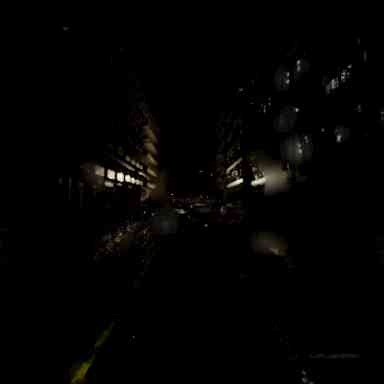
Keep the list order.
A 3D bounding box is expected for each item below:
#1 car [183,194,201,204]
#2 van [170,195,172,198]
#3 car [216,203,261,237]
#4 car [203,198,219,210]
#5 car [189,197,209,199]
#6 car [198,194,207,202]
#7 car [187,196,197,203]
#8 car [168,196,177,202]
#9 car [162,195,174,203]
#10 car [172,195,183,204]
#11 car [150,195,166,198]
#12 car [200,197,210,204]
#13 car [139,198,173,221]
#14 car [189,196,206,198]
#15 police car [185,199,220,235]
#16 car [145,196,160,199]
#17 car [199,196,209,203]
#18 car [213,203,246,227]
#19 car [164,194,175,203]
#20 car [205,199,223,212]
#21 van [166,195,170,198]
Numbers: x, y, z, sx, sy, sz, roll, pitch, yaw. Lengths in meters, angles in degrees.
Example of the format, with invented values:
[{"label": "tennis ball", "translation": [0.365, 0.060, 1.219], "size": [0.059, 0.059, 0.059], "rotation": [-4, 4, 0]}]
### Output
[{"label": "car", "translation": [0.006, 1.340, 54.675], "size": [2.150, 2.045, 5.566], "rotation": [0, 0, 0]}, {"label": "van", "translation": [-5.285, 1.490, 62.564], "size": [1.690, 1.788, 3.998], "rotation": [1, 0, 0]}, {"label": "car", "translation": [2.586, 1.568, 18.255], "size": [1.887, 1.381, 4.507], "rotation": [1, 0, 0]}, {"label": "car", "translation": [2.589, 1.642, 45.909], "size": [2.008, 1.369, 4.403], "rotation": [1, 0, 0]}, {"label": "car", "translation": [0.828, 1.500, 29.117], "size": [1.801, 1.575, 5.366], "rotation": [0, 0, 0]}, {"label": "car", "translation": [2.564, 1.564, 84.625], "size": [2.192, 1.841, 5.009], "rotation": [1, 0, 0]}, {"label": "car", "translation": [0.008, 1.563, 69.650], "size": [1.882, 1.535, 5.008], "rotation": [0, 0, 0]}, {"label": "car", "translation": [-5.288, 1.844, 90.216], "size": [1.947, 1.339, 4.313], "rotation": [1, 0, 0]}, {"label": "car", "translation": [-5.283, 1.512, 73.625], "size": [2.192, 1.841, 5.009], "rotation": [1, 0, 0]}, {"label": "car", "translation": [-2.747, 1.557, 67.912], "size": [2.097, 1.767, 4.553], "rotation": [0, 0, 0]}, {"label": "car", "translation": [-5.285, 1.406, 45.974], "size": [2.192, 1.841, 5.009], "rotation": [2, 0, 0]}, {"label": "car", "translation": [2.591, 1.717, 68.031], "size": [1.887, 1.381, 4.507], "rotation": [1, 0, 0]}, {"label": "car", "translation": [-2.846, 1.545, 27.441], "size": [1.837, 1.490, 4.892], "rotation": [0, 0, 0]}, {"label": "car", "translation": [0.829, 1.516, 35.119], "size": [1.801, 1.575, 5.366], "rotation": [0, 0, 0]}, {"label": "police car", "translation": [0.711, 1.449, 19.030], "size": [1.930, 1.638, 5.238], "rotation": [0, 0, 0]}, {"label": "car", "translation": [-5.291, 1.600, 40.272], "size": [1.752, 1.417, 4.829], "rotation": [2, 0, 0]}, {"label": "car", "translation": [2.602, 1.637, 73.563], "size": [1.967, 1.590, 4.097], "rotation": [1, 0, 0]}, {"label": "car", "translation": [2.587, 1.559, 23.957], "size": [1.752, 1.417, 4.829], "rotation": [1, 0, 0]}, {"label": "car", "translation": [-5.283, 1.538, 79.155], "size": [2.192, 1.841, 5.009], "rotation": [1, 0, 0]}, {"label": "car", "translation": [2.588, 1.620, 40.378], "size": [1.887, 1.381, 4.507], "rotation": [1, 0, 0]}, {"label": "van", "translation": [-5.285, 1.468, 57.032], "size": [1.690, 1.788, 3.998], "rotation": [2, 0, 0]}]
